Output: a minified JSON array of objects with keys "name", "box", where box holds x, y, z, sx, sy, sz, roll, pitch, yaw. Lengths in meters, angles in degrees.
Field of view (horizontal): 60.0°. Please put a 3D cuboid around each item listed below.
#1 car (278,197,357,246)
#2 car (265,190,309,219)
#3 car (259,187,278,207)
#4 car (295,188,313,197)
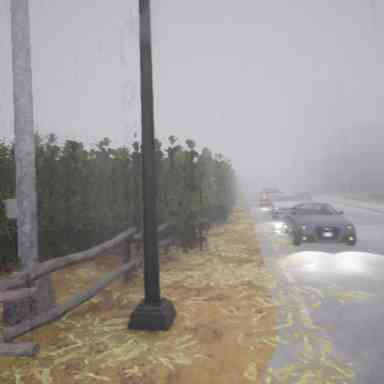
[{"name":"car","box":[4.636,1.118,12.601,1.994,1.385,4.181,-1,1,9]},{"name":"car","box":[5.906,0.831,21.169,1.812,1.442,4.674,-1,1,8]},{"name":"car","box":[7.379,0.366,31.173,2.097,1.767,4.553,-1,1,9]},{"name":"car","box":[11.888,0.303,36.228,1.812,1.442,4.674,-1,1,10]}]
